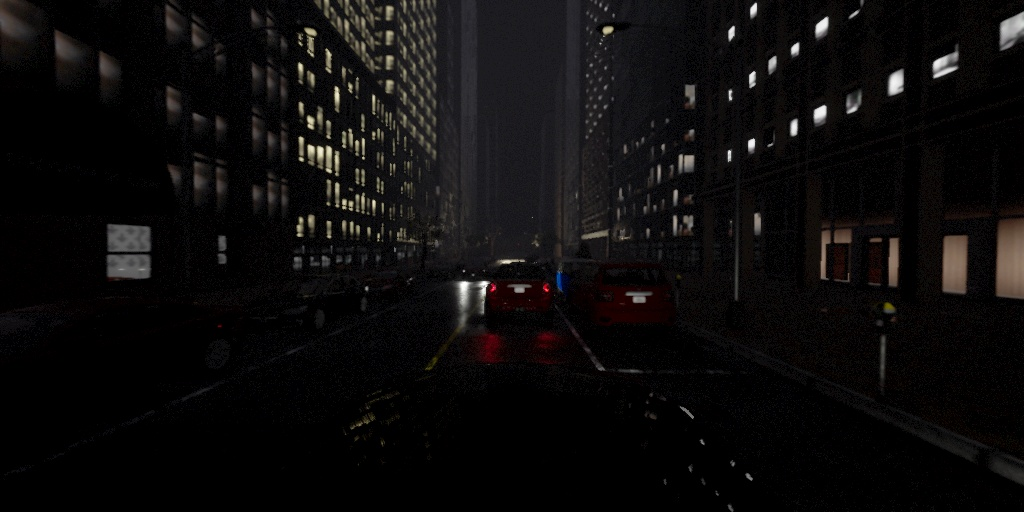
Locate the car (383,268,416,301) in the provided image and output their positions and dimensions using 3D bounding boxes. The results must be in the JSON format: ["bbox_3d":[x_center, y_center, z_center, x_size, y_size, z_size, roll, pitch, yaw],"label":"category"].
[{"bbox_3d":[-5.493,1.184,15.972,1.802,1.307,4.207,0,0,1],"label":"car"}]

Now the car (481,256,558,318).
[{"bbox_3d":[0.252,1.008,12.693,2.097,1.767,4.553,0,0,1],"label":"car"}]

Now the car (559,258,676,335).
[{"bbox_3d":[2.797,1.005,10.157,2.192,1.841,5.009,0,0,1],"label":"car"}]

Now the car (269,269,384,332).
[{"bbox_3d":[-5.583,1.201,10.289,2.007,1.370,4.403,0,0,1],"label":"car"}]

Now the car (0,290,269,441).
[{"bbox_3d":[-5.672,1.244,4.606,1.888,1.381,4.507,0,0,1],"label":"car"}]

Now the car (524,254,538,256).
[{"bbox_3d":[3.605,0.567,61.302,2.192,1.841,5.009,0,0,1],"label":"car"}]

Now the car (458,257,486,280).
[{"bbox_3d":[-2.688,1.040,27.605,1.812,1.442,4.674,0,0,1],"label":"car"}]

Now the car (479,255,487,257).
[{"bbox_3d":[-4.954,0.892,50.068,1.802,1.307,4.207,0,0,1],"label":"car"}]

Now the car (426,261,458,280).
[{"bbox_3d":[-5.313,1.055,27.337,2.007,1.370,4.403,0,0,1],"label":"car"}]
